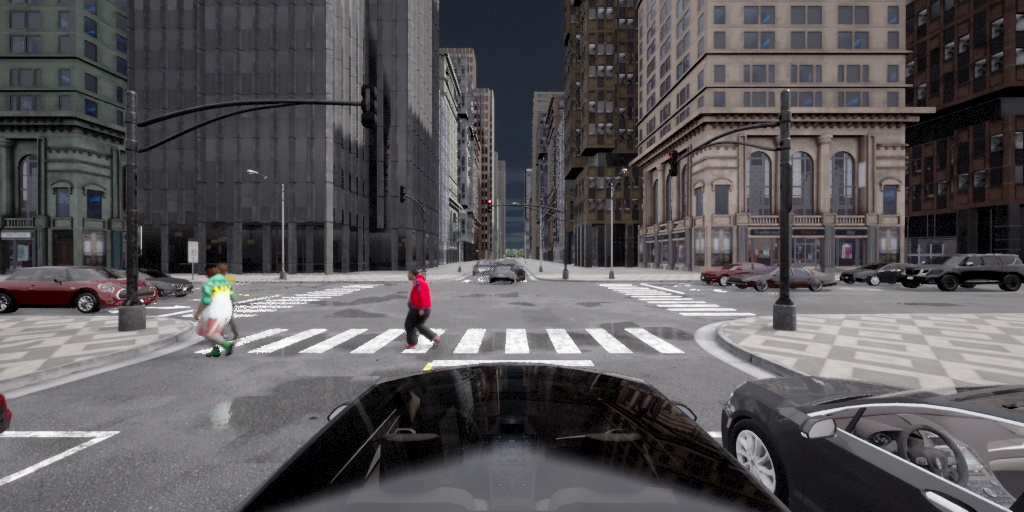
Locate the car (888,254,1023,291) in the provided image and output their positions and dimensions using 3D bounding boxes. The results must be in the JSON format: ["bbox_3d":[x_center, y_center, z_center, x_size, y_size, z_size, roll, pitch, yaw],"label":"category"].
[{"bbox_3d":[25.442,0.891,20.363,5.566,2.045,2.150,0,0,1],"label":"car"}]

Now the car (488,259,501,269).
[{"bbox_3d":[-2.882,1.263,58.566,1.837,1.490,4.892,0,0,0],"label":"car"}]

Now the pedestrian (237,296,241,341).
[{"bbox_3d":[-6.619,1.046,8.255,0.375,1.860,0.375,0,0,0],"label":"pedestrian"}]

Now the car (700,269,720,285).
[{"bbox_3d":[15.102,1.161,23.638,5.008,1.535,1.882,0,0,0],"label":"car"}]

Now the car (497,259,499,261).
[{"bbox_3d":[-2.918,1.244,47.333,2.128,1.511,4.902,0,0,0],"label":"car"}]

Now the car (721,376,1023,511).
[{"bbox_3d":[2.762,1.300,1.564,2.007,1.370,4.403,0,0,0],"label":"car"}]

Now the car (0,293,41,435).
[{"bbox_3d":[-5.763,1.190,1.569,1.967,1.591,4.097,0,0,0],"label":"car"}]

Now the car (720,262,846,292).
[{"bbox_3d":[15.254,1.244,20.390,5.357,1.411,2.033,0,0,0],"label":"car"}]

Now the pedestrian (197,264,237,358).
[{"bbox_3d":[-5.786,1.043,7.049,0.375,1.860,0.375,0,0,0],"label":"pedestrian"}]

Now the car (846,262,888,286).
[{"bbox_3d":[24.481,1.164,23.625,4.892,1.490,1.837,0,0,0],"label":"car"}]

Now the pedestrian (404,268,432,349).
[{"bbox_3d":[-2.000,1.049,7.649,0.375,1.860,0.375,0,0,0],"label":"pedestrian"}]

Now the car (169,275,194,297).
[{"bbox_3d":[-17.927,1.304,16.973,4.892,1.490,1.837,1,0,0],"label":"car"}]

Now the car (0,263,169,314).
[{"bbox_3d":[-16.502,1.164,13.722,4.553,1.767,2.097,0,0,0],"label":"car"}]

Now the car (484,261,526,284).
[{"bbox_3d":[-0.280,1.312,27.255,1.994,1.385,4.181,0,0,15],"label":"car"}]

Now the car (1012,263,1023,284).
[{"bbox_3d":[36.989,1.172,23.599,5.357,1.411,2.033,0,0,0],"label":"car"}]

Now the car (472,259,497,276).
[{"bbox_3d":[-2.942,1.243,36.906,2.128,1.511,4.902,0,0,0],"label":"car"}]
